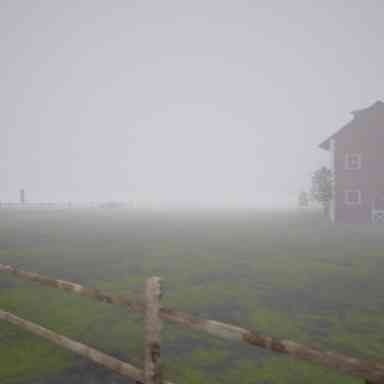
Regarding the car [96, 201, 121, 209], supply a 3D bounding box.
[{"bbox_3d":[-14.714,2.286,58.718,1.812,1.442,4.674,0,-1,36],"label":"car"}]
